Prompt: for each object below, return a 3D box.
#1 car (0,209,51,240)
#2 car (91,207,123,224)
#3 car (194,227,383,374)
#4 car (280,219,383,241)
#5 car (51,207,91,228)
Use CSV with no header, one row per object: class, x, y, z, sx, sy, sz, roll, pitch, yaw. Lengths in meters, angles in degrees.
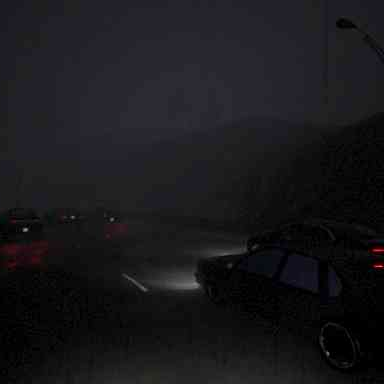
car,-9.628,1.689,18.585,2.128,1.511,4.902,0,-1,-34
car,-7.581,1.874,27.845,1.895,1.301,4.718,0,-1,-36
car,2.008,1.594,5.803,2.033,1.411,5.357,0,-1,-28
car,3.643,1.585,10.117,1.837,1.490,4.892,0,-1,-28
car,-9.582,1.799,24.670,2.033,1.411,5.357,0,-1,-36
